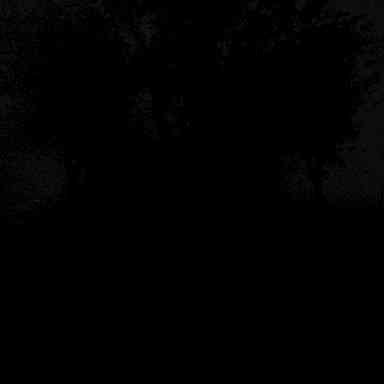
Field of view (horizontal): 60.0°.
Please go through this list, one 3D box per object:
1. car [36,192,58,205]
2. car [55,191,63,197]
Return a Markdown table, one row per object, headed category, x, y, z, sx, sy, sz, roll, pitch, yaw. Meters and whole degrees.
| category | x | y | z | sx | sy | sz | roll | pitch | yaw |
| --- | --- | --- | --- | --- | --- | --- | --- | --- | --- |
| car | -22.806 | 1.192 | 51.577 | 2.033 | 1.411 | 5.357 | -3 | 2 | -13 |
| car | -27.681 | 0.440 | 69.301 | 2.128 | 1.511 | 4.902 | -1 | 4 | -18 |
